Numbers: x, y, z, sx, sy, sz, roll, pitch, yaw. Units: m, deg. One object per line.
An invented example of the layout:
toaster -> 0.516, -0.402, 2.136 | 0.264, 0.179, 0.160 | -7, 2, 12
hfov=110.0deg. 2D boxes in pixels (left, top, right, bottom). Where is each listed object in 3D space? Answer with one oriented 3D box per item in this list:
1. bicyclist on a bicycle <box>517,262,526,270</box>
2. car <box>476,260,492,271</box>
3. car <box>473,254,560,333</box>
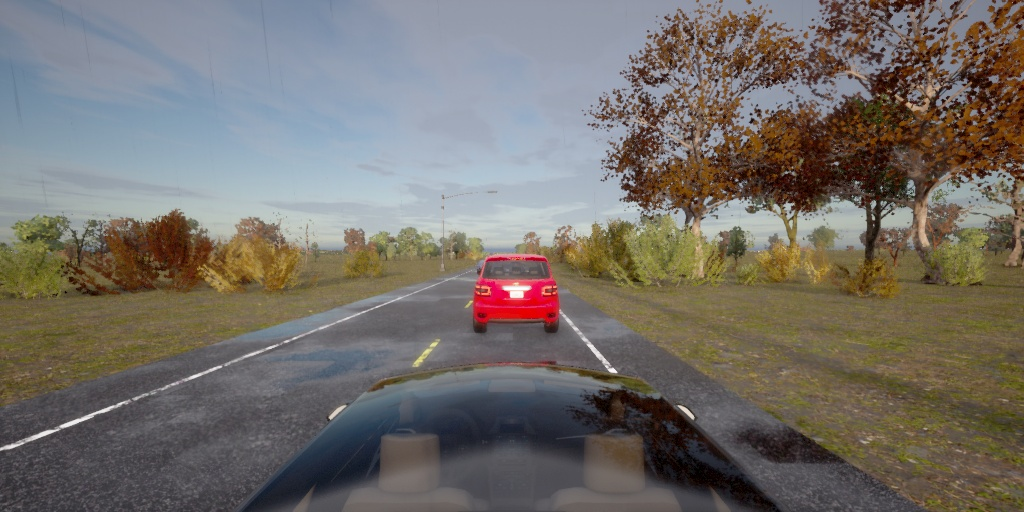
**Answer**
bicyclist on a bicycle -> 0.877, 1.110, 30.020 | 0.659, 1.776, 1.843 | 0, 0, 0
car -> -3.839, 1.260, 49.388 | 1.812, 1.442, 4.674 | 0, 0, -1
car -> 0.084, 0.968, 10.842 | 2.150, 2.045, 5.566 | 0, 0, -1
